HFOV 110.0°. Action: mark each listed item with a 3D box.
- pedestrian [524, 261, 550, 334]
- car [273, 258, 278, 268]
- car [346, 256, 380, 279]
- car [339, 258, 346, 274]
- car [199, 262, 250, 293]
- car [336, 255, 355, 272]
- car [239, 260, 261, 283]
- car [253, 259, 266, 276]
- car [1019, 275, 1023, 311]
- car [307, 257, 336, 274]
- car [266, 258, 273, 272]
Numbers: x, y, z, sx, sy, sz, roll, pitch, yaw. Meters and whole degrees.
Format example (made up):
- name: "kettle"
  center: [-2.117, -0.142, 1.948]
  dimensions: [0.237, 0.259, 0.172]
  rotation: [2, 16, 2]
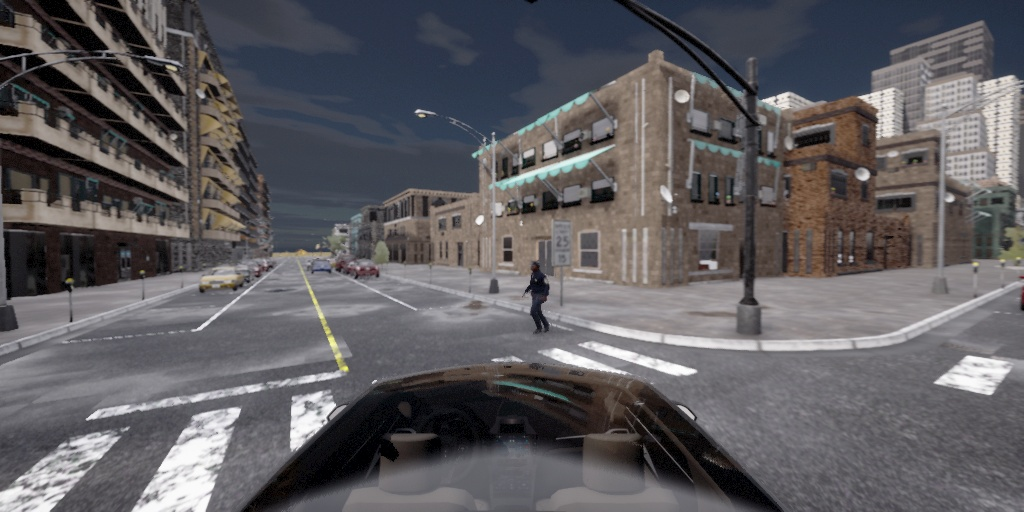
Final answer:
- name: "pedestrian"
  center: [0.629, 0.998, 8.829]
  dimensions: [0.375, 1.860, 0.375]
  rotation: [-2, 2, -31]
- name: "car"
  center: [-34.348, 1.078, 50.109]
  dimensions: [1.948, 1.339, 4.313]
  rotation: [0, 0, -31]
- name: "car"
  center: [-12.448, 0.998, 30.151]
  dimensions: [1.967, 1.591, 4.097]
  rotation: [0, 0, -31]
- name: "car"
  center: [-15.405, 1.107, 34.996]
  dimensions: [1.802, 1.307, 4.207]
  rotation: [0, 0, -31]
- name: "car"
  center: [-16.685, 1.235, 20.784]
  dimensions: [1.751, 1.417, 4.829]
  rotation: [0, 0, -31]
- name: "car"
  center: [-18.345, 0.807, 39.853]
  dimensions: [2.192, 1.841, 5.009]
  rotation: [0, 0, -31]
- name: "car"
  center: [-19.667, 1.226, 25.814]
  dimensions: [2.007, 1.370, 4.403]
  rotation: [0, 0, -31]
- name: "car"
  center: [-22.576, 1.082, 30.689]
  dimensions: [1.967, 1.591, 4.097]
  rotation: [0, 0, -31]
- name: "car"
  center: [17.385, 0.985, 11.109]
  dimensions: [4.507, 1.381, 1.888]
  rotation: [0, 0, -31]
- name: "car"
  center: [-19.831, 1.086, 37.191]
  dimensions: [2.033, 1.411, 5.357]
  rotation: [-1, 1, -31]
- name: "car"
  center: [-28.474, 1.017, 40.392]
  dimensions: [1.967, 1.591, 4.097]
  rotation: [0, 0, -31]
